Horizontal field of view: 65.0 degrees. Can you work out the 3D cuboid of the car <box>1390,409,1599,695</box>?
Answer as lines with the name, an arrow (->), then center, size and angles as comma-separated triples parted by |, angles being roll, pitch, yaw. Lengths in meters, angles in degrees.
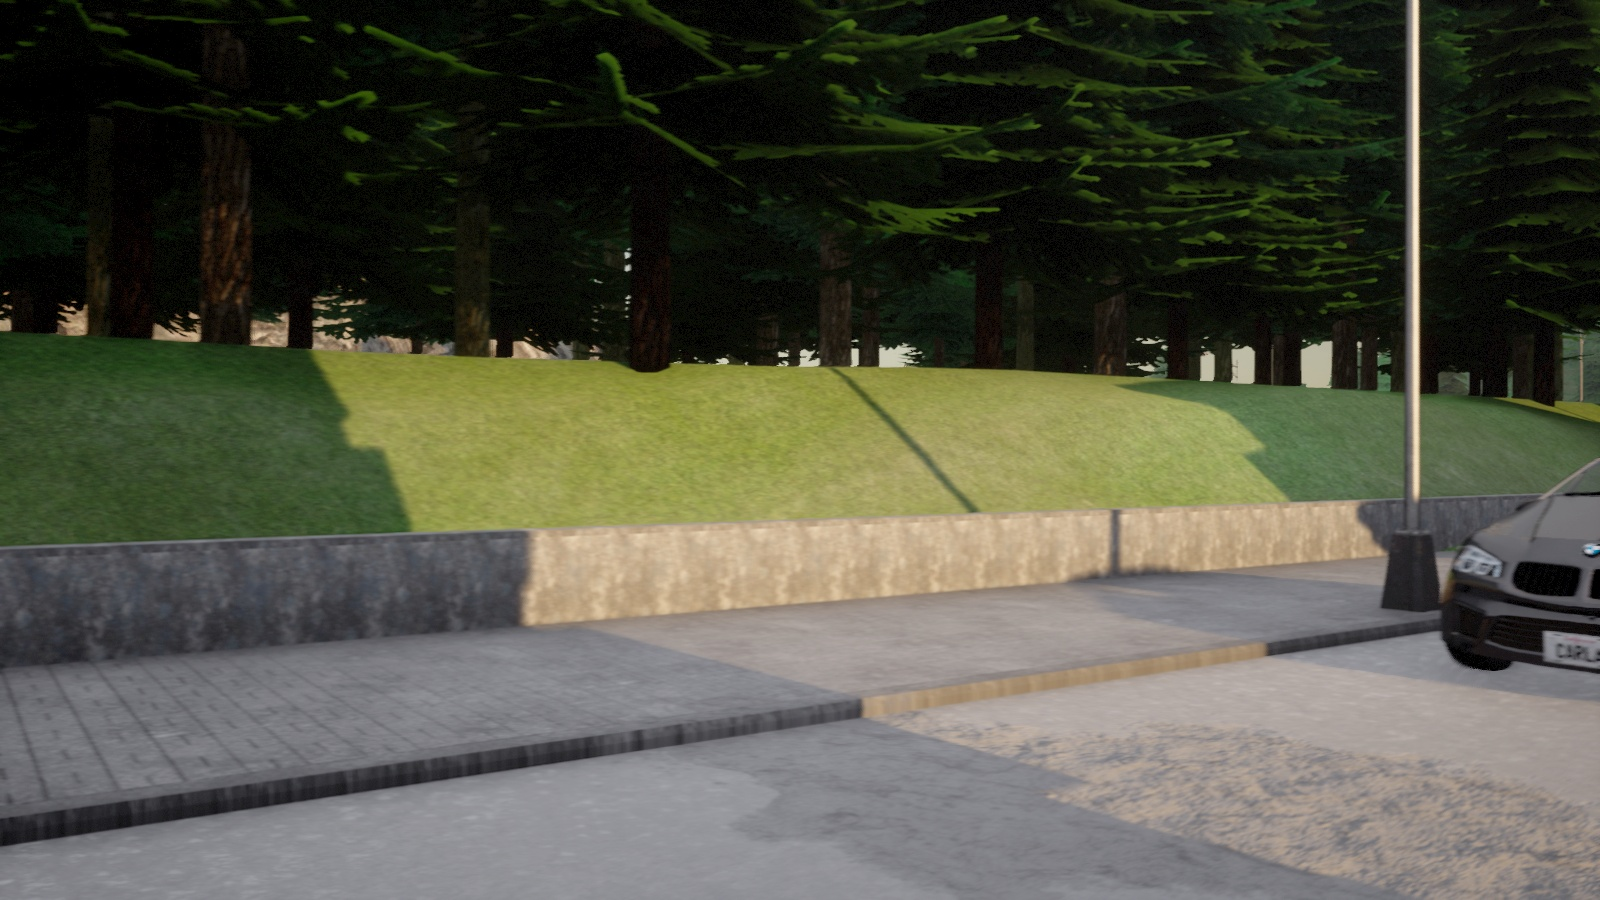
car -> 6.473, 0.597, 8.774 | 4.611, 1.667, 2.242 | 0, 0, -35
